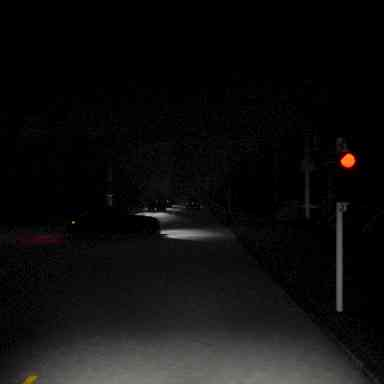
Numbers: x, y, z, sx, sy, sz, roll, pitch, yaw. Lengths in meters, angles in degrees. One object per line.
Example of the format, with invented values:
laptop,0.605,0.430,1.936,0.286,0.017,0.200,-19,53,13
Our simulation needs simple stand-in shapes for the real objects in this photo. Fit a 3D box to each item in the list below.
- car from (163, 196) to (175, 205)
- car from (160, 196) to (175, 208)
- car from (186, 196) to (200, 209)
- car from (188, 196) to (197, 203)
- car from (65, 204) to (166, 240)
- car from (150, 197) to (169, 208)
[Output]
car,-4.041,1.525,58.502,1.812,1.442,4.674,0,0,0
car,-4.076,1.352,48.348,2.097,1.767,4.553,0,0,0
car,0.113,1.547,46.074,2.033,1.411,5.357,0,0,0
car,0.059,1.679,74.403,1.837,1.490,4.892,0,0,0
car,-3.978,1.525,16.925,4.674,1.442,1.812,0,1,-21
car,-4.090,1.600,39.385,1.895,1.301,4.718,0,0,0
